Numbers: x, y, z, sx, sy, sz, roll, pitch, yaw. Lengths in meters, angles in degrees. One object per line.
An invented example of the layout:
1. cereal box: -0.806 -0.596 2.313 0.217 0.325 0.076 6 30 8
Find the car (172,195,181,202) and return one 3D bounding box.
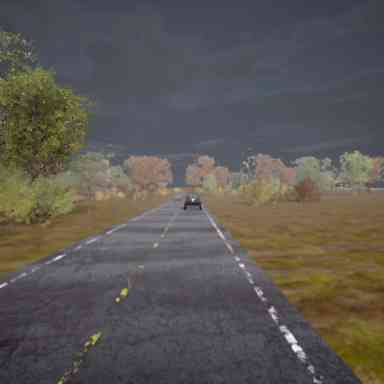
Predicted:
1. car: -2.999 1.298 69.300 1.994 1.385 4.181 0 0 0

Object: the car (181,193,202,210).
1. car: 0.101 1.081 41.592 2.150 2.045 5.566 0 0 0

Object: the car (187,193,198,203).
1. car: 0.100 1.130 62.336 2.097 1.767 4.553 0 0 0
